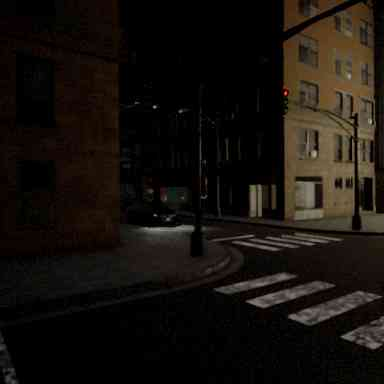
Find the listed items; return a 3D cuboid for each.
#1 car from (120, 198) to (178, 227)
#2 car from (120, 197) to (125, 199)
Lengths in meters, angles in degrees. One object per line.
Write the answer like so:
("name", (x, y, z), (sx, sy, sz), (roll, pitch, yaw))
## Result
("car", (-2.755, 1.352, 21.677), (1.812, 1.442, 4.674), (0, 1, -36))
("car", (-7.642, 1.219, 33.586), (1.882, 1.535, 5.008), (0, 1, -36))
